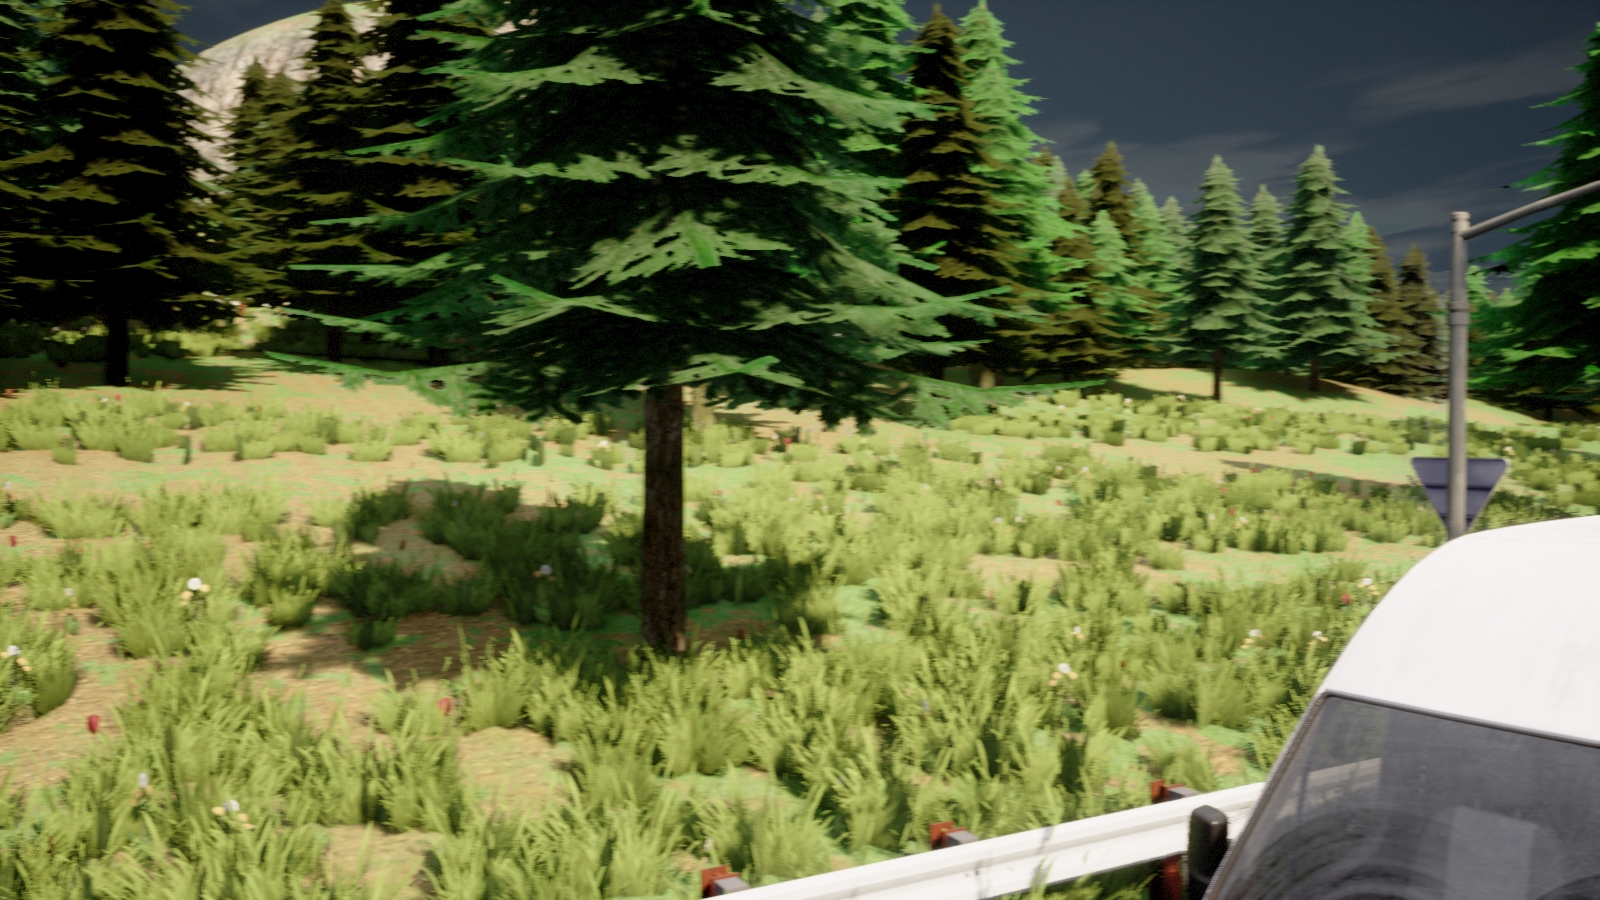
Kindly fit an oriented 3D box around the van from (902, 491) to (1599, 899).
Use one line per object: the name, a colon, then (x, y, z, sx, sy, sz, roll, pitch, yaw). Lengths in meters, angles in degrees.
van: (3.210, 1.484, 3.791, 5.915, 2.561, 1.988, 0, 0, -37)
